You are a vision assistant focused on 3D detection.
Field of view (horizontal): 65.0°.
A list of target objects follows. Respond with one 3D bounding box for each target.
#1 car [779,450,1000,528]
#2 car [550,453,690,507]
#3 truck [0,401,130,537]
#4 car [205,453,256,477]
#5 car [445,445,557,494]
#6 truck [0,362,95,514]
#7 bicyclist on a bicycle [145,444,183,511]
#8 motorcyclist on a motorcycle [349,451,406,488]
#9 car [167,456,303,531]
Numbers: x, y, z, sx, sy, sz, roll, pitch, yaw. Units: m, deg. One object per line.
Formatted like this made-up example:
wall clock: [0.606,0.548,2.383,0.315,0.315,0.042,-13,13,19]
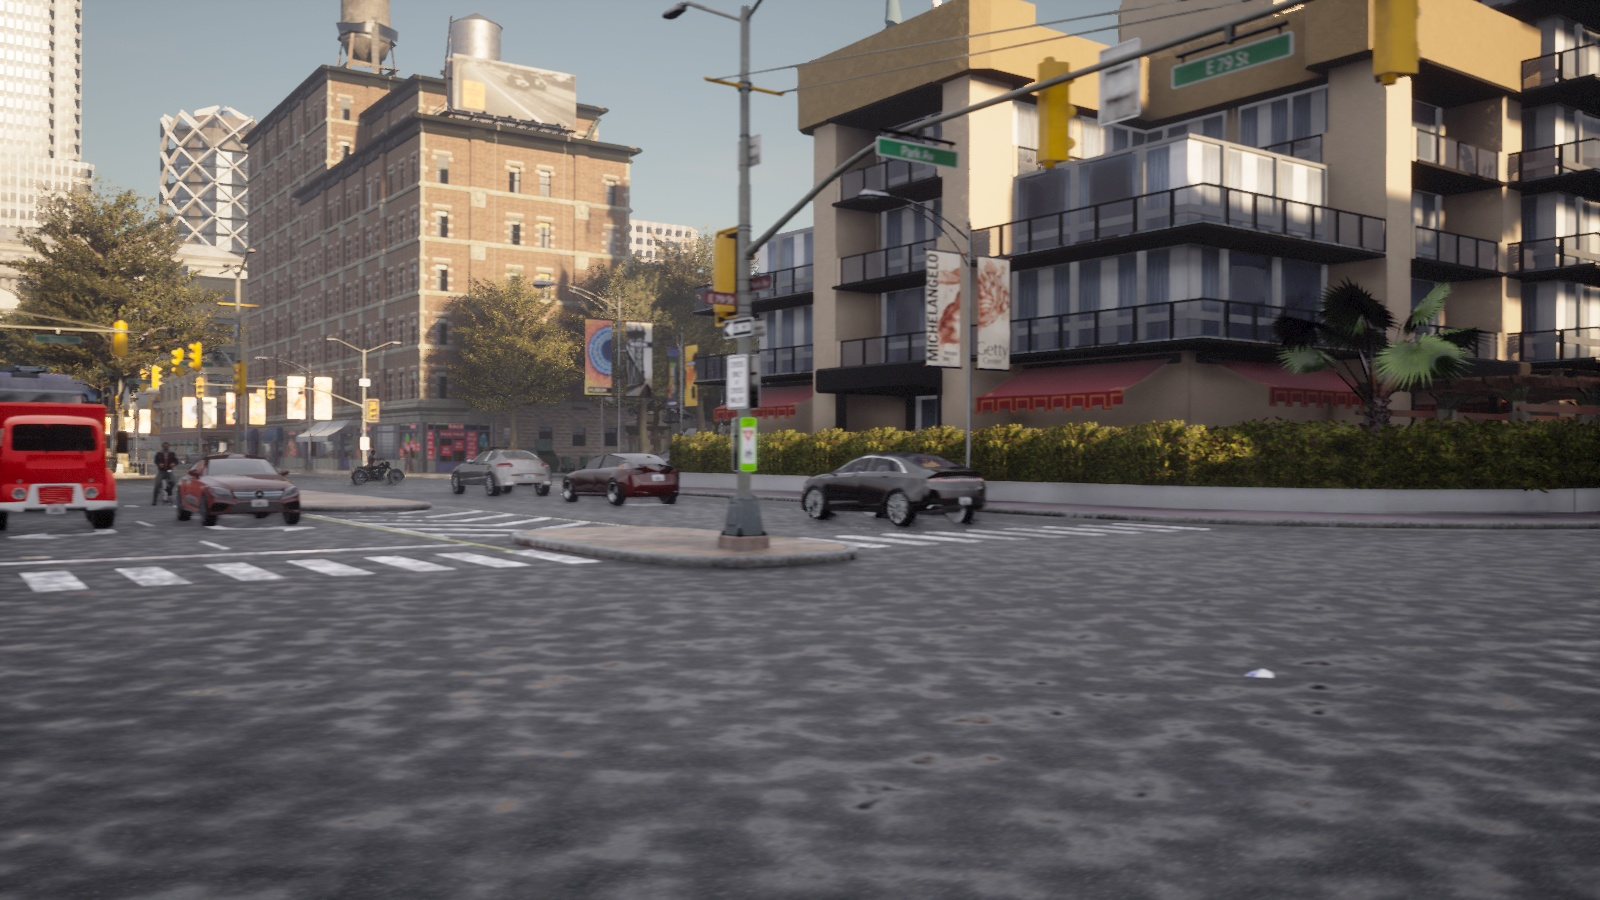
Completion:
car: [1.813,0.764,27.098,2.128,1.511,4.902,0,0,-35]
car: [-5.405,0.847,37.270,2.163,1.488,4.792,0,0,-35]
truck: [-15.446,0.353,25.496,2.627,2.467,5.204,0,0,-35]
car: [-37.410,0.982,82.437,2.128,1.511,4.902,0,0,-35]
car: [-10.708,0.656,44.696,2.152,1.651,5.027,0,0,-35]
truck: [-22.736,-0.285,35.172,8.468,3.827,2.891,0,0,44]
bicyclist on a bicycle: [-17.311,0.736,34.183,0.659,1.776,1.843,0,0,-35]
motorcyclist on a motorcycle: [-19.192,0.876,57.101,2.350,1.649,0.766,0,0,-36]
car: [-12.230,0.863,27.012,1.812,1.442,4.674,0,0,-35]
